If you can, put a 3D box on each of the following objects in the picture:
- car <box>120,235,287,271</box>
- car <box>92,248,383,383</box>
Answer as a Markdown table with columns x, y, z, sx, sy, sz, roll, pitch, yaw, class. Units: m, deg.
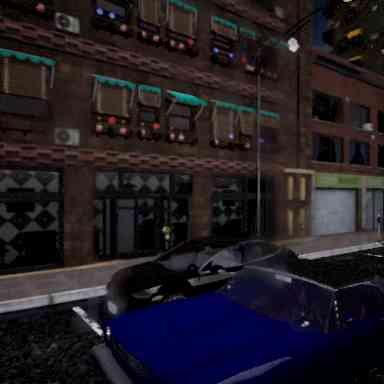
| x | y | z | sx | sy | sz | roll | pitch | yaw | class |
| --- | --- | --- | --- | --- | --- | --- | --- | --- | --- |
| 0.444 | 1.616 | 6.889 | 4.313 | 1.339 | 1.947 | 1 | -1 | -36 | car |
| 1.255 | 1.641 | 4.276 | 4.718 | 1.301 | 1.895 | 1 | 0 | -36 | car |
